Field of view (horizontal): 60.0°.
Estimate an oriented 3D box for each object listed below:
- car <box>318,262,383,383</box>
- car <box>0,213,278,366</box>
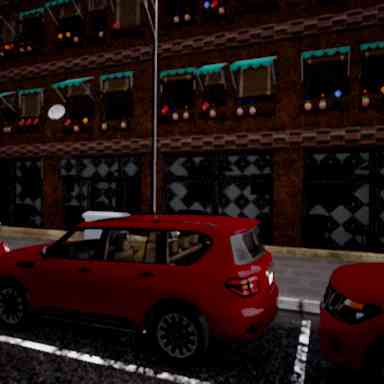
[{"bbox_3d":[4.052,1.312,3.558,5.009,1.841,2.192,0,1,22],"label":"car"},{"bbox_3d":[-1.097,1.303,5.628,5.009,1.841,2.192,0,1,22],"label":"car"}]
